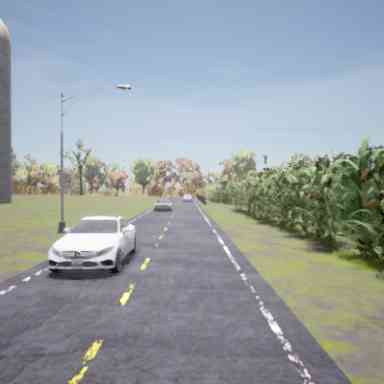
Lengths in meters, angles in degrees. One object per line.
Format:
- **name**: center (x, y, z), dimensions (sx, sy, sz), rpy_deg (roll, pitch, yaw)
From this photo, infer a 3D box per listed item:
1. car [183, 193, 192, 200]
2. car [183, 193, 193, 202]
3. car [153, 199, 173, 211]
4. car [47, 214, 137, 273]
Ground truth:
- **car**: center (-1.028, 1.001, 76.035), dimensions (2.128, 1.511, 4.902), rpy_deg (0, 0, -1)
- **car**: center (-0.869, 1.183, 65.760), dimensions (1.812, 1.442, 4.674), rpy_deg (0, 0, -1)
- **car**: center (-3.174, 1.474, 36.928), dimensions (1.895, 1.301, 4.718), rpy_deg (0, 0, -1)
- **car**: center (-2.895, 1.471, 10.606), dimensions (1.812, 1.442, 4.674), rpy_deg (0, 0, -1)
